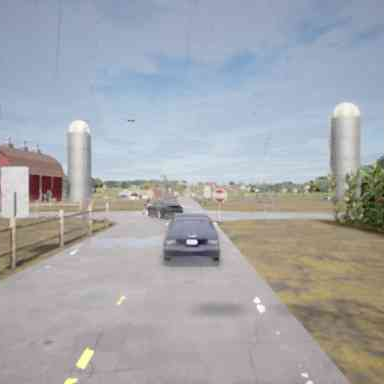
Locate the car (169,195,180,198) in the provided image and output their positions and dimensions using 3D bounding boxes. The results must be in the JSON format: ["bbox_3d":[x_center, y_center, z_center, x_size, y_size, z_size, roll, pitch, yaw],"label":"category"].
[{"bbox_3d":[-3.412,1.439,57.694,1.837,1.490,4.892,0,0,0],"label":"car"}]

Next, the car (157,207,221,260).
[{"bbox_3d":[-0.027,1.474,12.061,2.033,1.411,5.357,0,0,-1],"label":"car"}]

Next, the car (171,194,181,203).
[{"bbox_3d":[-3.518,1.371,72.567,2.097,1.767,4.553,0,0,-1],"label":"car"}]

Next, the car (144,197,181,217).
[{"bbox_3d":[-2.442,1.425,27.697,1.837,1.490,4.892,2,-1,-28],"label":"car"}]
